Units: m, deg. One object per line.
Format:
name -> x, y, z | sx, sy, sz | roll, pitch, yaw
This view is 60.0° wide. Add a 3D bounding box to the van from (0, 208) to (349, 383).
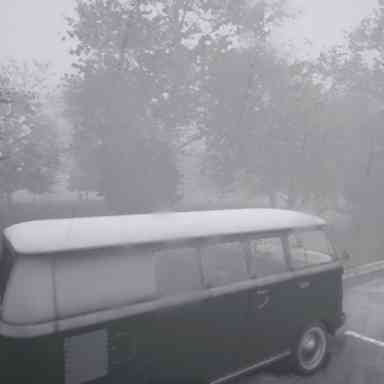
van -> 0.100, 1.245, 4.096 | 4.442, 1.987, 1.878 | -1, 1, -33
